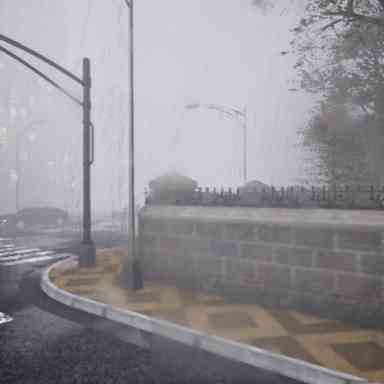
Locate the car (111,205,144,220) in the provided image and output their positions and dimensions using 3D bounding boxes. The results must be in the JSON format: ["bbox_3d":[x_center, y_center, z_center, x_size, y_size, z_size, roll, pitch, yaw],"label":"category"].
[{"bbox_3d":[-5.282,1.956,32.140,2.033,1.411,5.357,0,-1,34],"label":"car"}]

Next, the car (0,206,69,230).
[{"bbox_3d":[-11.130,1.787,23.593,1.837,1.490,4.892,0,-1,35],"label":"car"}]
